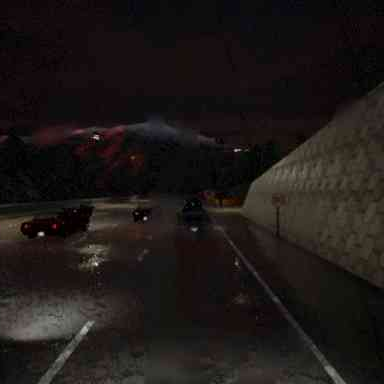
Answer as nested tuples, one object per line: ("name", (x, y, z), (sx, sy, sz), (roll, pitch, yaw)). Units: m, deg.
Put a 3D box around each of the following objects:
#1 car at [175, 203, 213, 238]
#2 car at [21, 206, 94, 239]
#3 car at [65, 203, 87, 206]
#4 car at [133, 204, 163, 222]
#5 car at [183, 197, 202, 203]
("car", (0.100, 1.547, 17.573), (1.812, 1.442, 4.674), (0, 0, 0))
("car", (-6.901, 1.622, 17.446), (1.895, 1.301, 4.718), (0, 0, 0))
("car", (-10.401, 1.637, 30.101), (1.895, 1.301, 4.718), (0, 0, 0))
("car", (-3.402, 1.633, 26.533), (1.895, 1.301, 4.718), (0, 0, 0))
("car", (0.098, 1.397, 38.166), (2.097, 1.767, 4.553), (0, 0, 0))
